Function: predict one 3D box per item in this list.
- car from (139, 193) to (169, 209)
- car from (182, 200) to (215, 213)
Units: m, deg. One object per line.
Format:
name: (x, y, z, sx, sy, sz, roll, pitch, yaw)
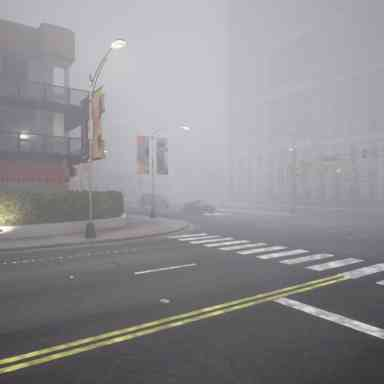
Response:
car: (-5.237, 1.221, 45.321, 2.150, 2.045, 5.566, 0, 0, -35)
car: (0.701, 1.564, 36.686, 1.994, 1.385, 4.181, 0, 0, -35)
